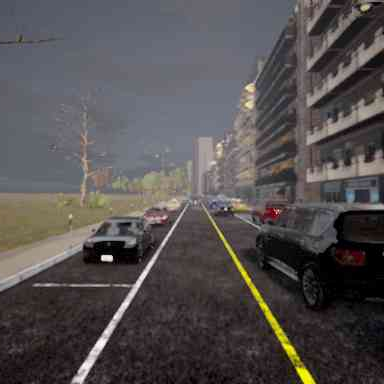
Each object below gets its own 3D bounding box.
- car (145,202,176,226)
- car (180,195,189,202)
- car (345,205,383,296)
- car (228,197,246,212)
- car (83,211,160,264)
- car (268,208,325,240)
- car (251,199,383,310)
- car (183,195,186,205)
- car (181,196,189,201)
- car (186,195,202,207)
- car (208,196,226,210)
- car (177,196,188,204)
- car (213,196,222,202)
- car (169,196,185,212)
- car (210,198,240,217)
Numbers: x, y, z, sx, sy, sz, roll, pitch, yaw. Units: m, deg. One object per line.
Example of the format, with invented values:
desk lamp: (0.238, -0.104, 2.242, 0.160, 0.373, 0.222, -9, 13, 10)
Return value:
car: (-2.340, 1.595, 23.206, 1.802, 1.307, 4.206, 1, 0, 1)
car: (-1.765, 1.539, 79.743, 1.967, 1.590, 4.097, 1, 0, 1)
car: (5.378, 1.361, 6.690, 2.192, 1.841, 5.009, 1, 0, 1)
car: (5.720, 1.619, 40.824, 1.752, 1.417, 4.829, 1, 0, 1)
car: (-2.454, 1.564, 11.898, 1.947, 1.339, 4.313, 1, 0, 1)
car: (5.488, 1.643, 18.012, 1.802, 1.307, 4.206, 1, 0, 1)
car: (3.197, 1.252, 8.056, 2.150, 2.045, 5.566, 0, 0, -5)
car: (-1.938, 1.622, 62.782, 2.008, 1.369, 4.403, 1, 0, 1)
car: (-1.710, 1.674, 85.397, 1.947, 1.339, 4.313, 1, 0, 1)
car: (0.528, 1.427, 53.695, 2.097, 1.767, 4.553, 0, 0, 1)
car: (3.199, 1.607, 44.785, 1.812, 1.442, 4.674, 0, 0, 1)
car: (-1.881, 1.631, 68.435, 2.008, 1.369, 4.403, 1, 0, 1)
car: (6.119, 1.721, 80.279, 1.947, 1.339, 4.313, 1, 0, 1)
car: (-2.169, 1.563, 39.997, 1.752, 1.417, 4.829, 1, 0, 1)
car: (3.099, 1.611, 32.536, 2.033, 1.411, 5.357, 0, 0, 1)
